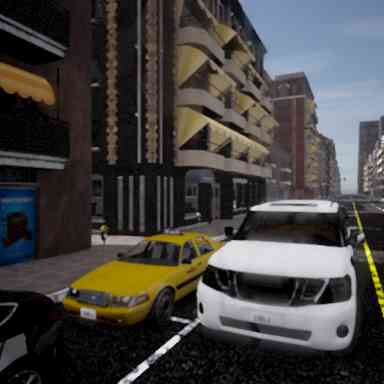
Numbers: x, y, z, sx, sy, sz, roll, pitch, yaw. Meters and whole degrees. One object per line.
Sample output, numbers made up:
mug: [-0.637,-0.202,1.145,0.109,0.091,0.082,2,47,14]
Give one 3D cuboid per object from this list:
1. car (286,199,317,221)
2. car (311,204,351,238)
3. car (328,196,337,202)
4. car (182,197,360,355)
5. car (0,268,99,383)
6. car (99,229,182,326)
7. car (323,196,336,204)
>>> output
car: [9.239,1.442,27.776,1.967,1.590,4.097,0,0,25]
car: [7.963,1.505,18.819,1.837,1.490,4.892,0,0,26]
car: [31.733,1.613,75.166,1.802,1.307,4.206,0,0,25]
car: [2.062,1.221,6.665,2.150,2.045,5.566,0,0,25]
car: [-2.896,1.566,2.273,1.947,1.339,4.313,0,0,25]
car: [-0.541,1.525,7.221,1.752,1.417,4.829,0,0,25]
car: [26.228,1.572,63.480,2.008,1.369,4.403,0,0,25]
